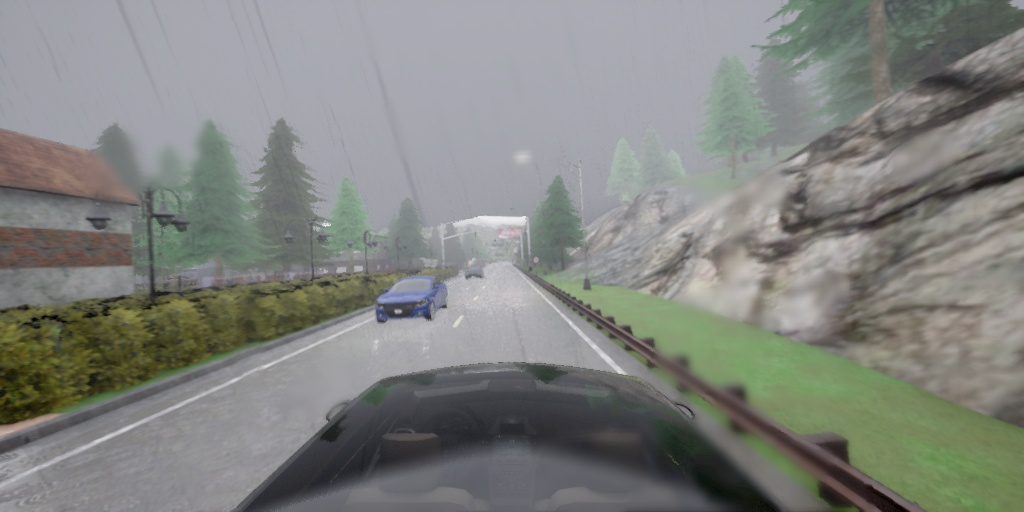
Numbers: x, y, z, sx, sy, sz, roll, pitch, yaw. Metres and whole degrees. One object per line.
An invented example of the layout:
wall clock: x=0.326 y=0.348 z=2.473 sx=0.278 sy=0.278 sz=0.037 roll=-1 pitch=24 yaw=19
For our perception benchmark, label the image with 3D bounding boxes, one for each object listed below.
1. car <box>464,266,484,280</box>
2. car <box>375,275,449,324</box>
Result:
car: x=-4.153 y=1.847 z=40.226 sx=2.033 sy=1.411 sz=5.357 roll=-3 pitch=0 yaw=-1
car: x=-3.721 y=1.539 z=14.053 sx=1.882 sy=1.535 sz=5.008 roll=-3 pitch=0 yaw=-1
